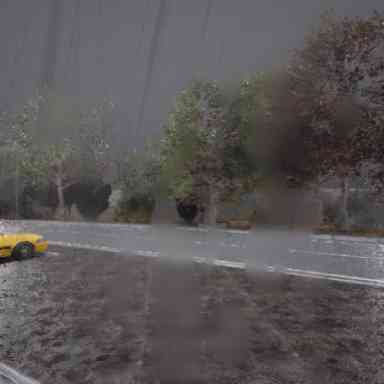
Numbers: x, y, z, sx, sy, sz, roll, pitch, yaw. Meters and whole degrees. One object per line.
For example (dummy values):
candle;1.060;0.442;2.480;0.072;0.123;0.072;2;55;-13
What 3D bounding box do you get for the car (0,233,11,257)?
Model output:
car;-9.731;1.719;12.076;2.231;1.521;4.892;-2;-1;35
